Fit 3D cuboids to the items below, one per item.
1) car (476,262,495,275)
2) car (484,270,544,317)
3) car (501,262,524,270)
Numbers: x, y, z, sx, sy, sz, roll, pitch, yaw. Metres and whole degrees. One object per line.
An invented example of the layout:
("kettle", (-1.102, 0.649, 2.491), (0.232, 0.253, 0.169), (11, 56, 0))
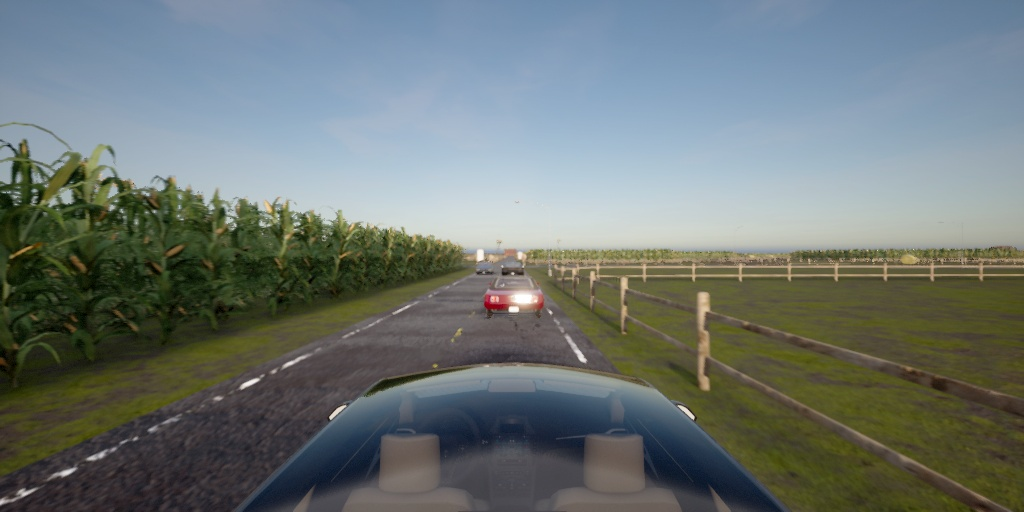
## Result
("car", (-2.874, 1.341, 39.358), (2.033, 1.411, 5.357), (0, 0, 0))
("car", (0.073, 1.368, 13.313), (1.895, 1.301, 4.718), (0, 0, 0))
("car", (0.068, 1.264, 31.440), (1.882, 1.535, 5.008), (0, 0, 0))
